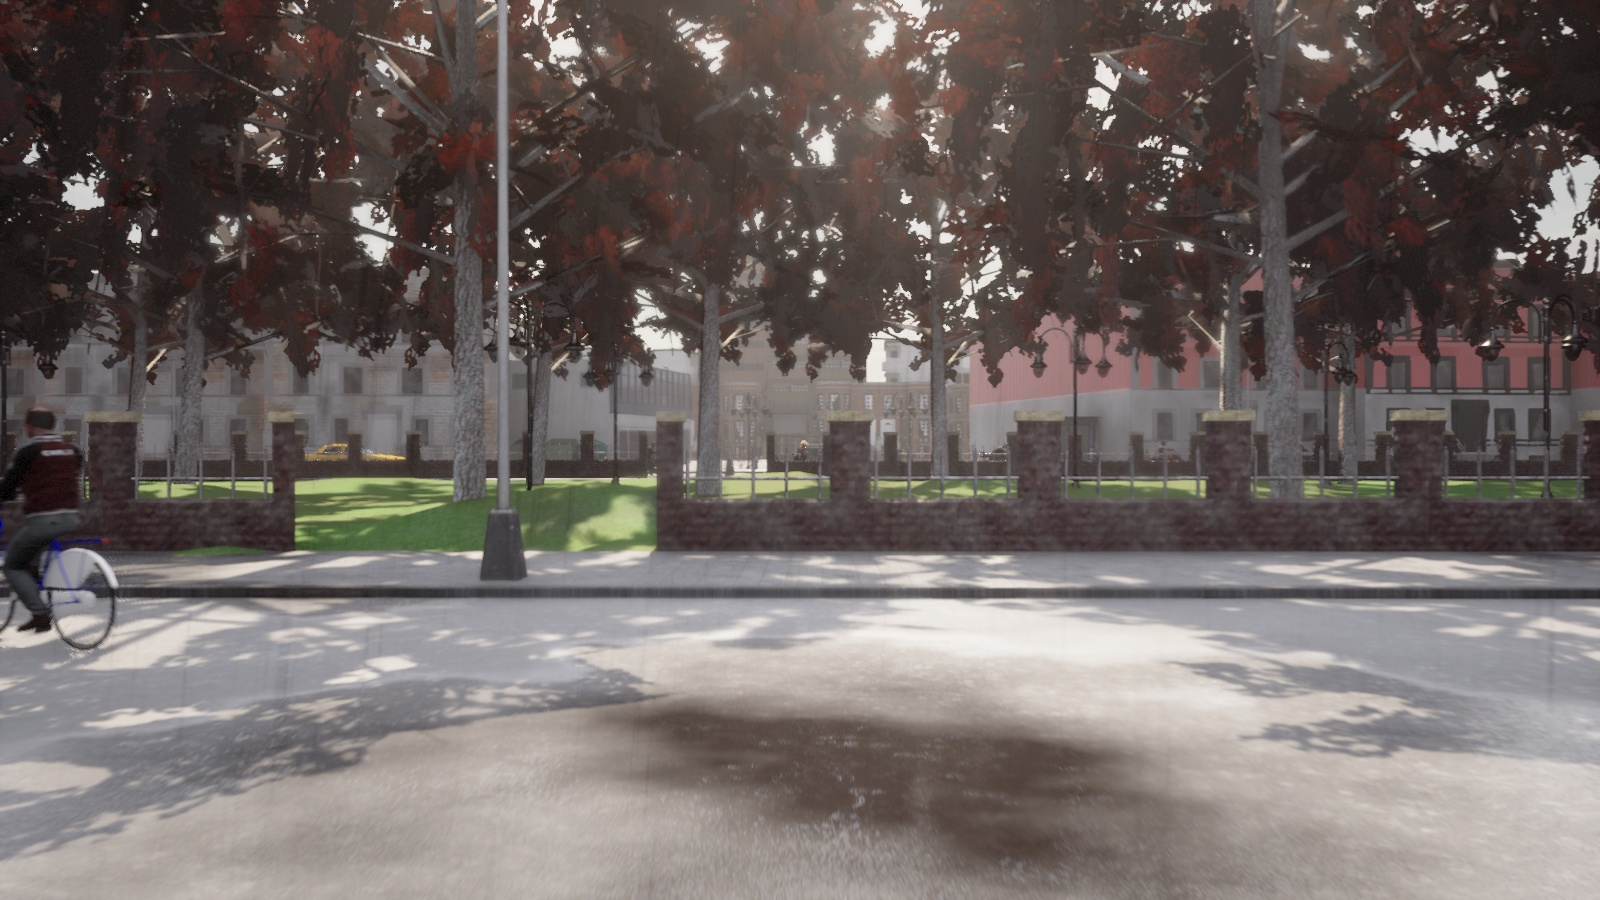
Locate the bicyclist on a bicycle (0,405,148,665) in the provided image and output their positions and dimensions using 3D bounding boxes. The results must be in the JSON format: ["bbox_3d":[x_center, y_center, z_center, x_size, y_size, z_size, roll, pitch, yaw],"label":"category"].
[{"bbox_3d":[-5.743,0.563,9.195,1.843,1.776,0.659,0,2,23],"label":"bicyclist on a bicycle"}]

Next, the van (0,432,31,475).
[{"bbox_3d":[-39.399,0.149,59.799,4.442,1.987,1.775,0,0,1],"label":"van"}]

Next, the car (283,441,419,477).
[{"bbox_3d":[-19.805,0.371,55.552,5.366,1.575,1.801,0,0,1],"label":"car"}]
